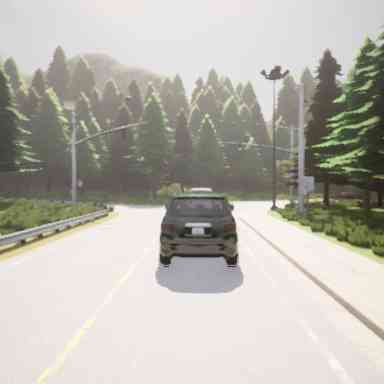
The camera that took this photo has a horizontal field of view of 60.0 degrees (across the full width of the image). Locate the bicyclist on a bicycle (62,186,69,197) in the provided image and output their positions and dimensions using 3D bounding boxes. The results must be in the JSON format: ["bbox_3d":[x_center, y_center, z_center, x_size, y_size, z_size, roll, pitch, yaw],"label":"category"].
[{"bbox_3d":[-16.431,0.041,43.340,0.582,1.620,1.656,5,13,16],"label":"bicyclist on a bicycle"}]

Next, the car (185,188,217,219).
[{"bbox_3d":[0.675,0.726,25.300,2.150,2.045,5.566,0,1,1],"label":"car"}]

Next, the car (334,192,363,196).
[{"bbox_3d":[22.505,0.644,49.122,4.718,1.301,1.895,0,1,-5],"label":"car"}]

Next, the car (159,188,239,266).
[{"bbox_3d":[0.239,1.006,10.868,2.150,2.045,5.566,0,1,2],"label":"car"}]
